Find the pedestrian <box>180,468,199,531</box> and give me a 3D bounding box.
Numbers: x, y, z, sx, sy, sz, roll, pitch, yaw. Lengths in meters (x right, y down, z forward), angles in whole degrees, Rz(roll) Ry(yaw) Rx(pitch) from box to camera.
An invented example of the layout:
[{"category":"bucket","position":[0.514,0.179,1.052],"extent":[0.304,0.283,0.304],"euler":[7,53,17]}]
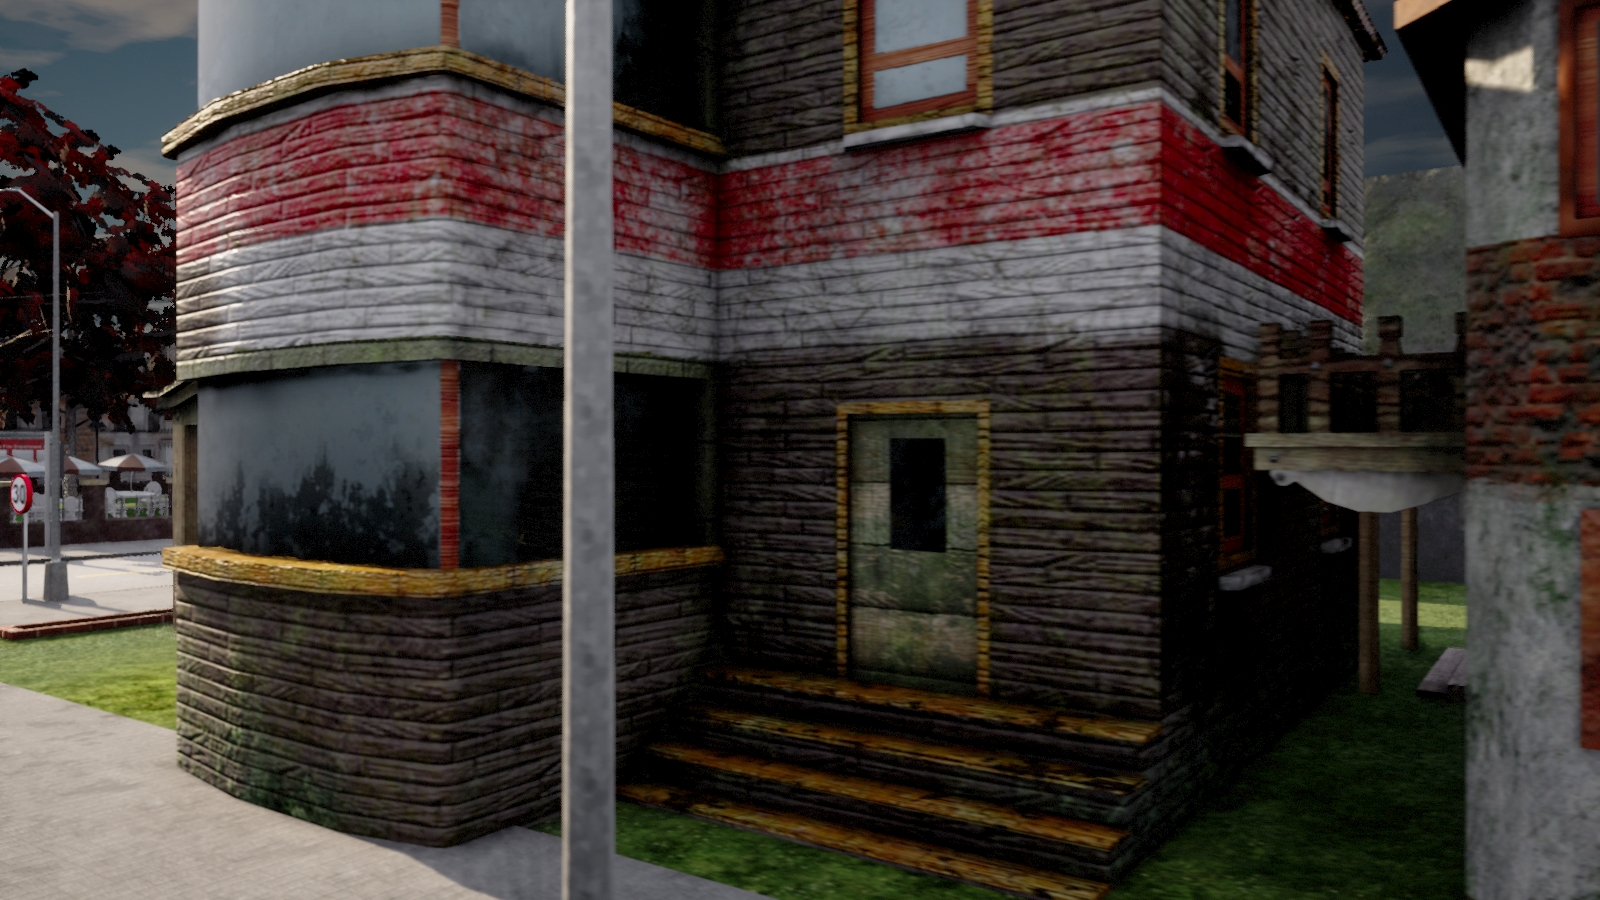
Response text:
[{"category":"pedestrian","position":[-18.274,1.480,34.191],"extent":[0.375,1.860,0.375],"euler":[0,0,35]}]
